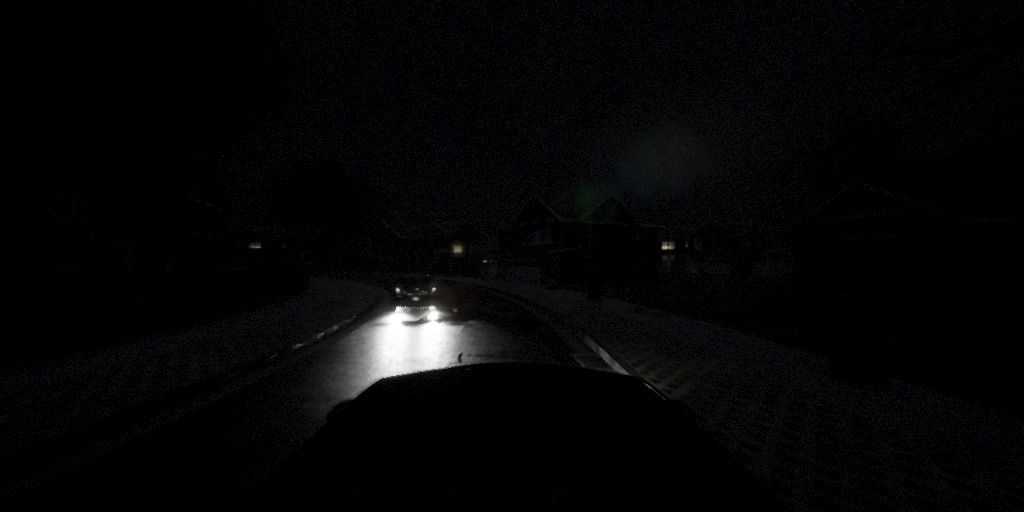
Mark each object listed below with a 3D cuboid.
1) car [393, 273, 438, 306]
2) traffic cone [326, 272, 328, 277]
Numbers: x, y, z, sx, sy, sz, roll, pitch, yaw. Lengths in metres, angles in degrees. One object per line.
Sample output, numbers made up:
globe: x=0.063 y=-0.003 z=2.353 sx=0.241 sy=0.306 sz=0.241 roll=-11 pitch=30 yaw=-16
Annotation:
car: x=-4.551 y=1.480 z=16.899 sx=1.895 sy=1.301 sz=4.718 roll=0 pitch=-1 yaw=-16
traffic cone: x=-19.517 y=2.008 z=37.771 sx=0.340 sy=0.580 sz=0.340 roll=0 pitch=0 yaw=38
